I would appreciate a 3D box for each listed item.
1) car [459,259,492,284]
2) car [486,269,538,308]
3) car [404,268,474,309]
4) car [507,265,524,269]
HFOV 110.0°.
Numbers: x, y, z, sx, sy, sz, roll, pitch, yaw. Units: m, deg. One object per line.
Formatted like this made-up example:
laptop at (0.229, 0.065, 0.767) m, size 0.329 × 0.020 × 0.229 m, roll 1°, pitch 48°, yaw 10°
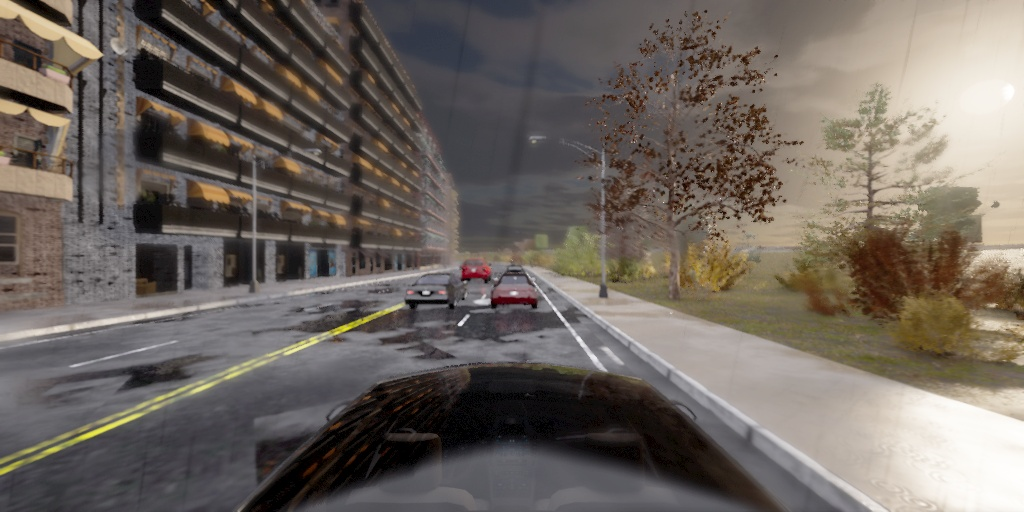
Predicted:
car at (-2.991, 1.244, 30.797) m, size 2.150 × 2.045 × 5.566 m, roll 0°, pitch 0°, yaw 1°
car at (0.108, 1.450, 16.018) m, size 1.994 × 1.385 × 4.181 m, roll 0°, pitch -1°, yaw 1°
car at (-3.147, 1.430, 15.751) m, size 2.033 × 1.411 × 5.357 m, roll 0°, pitch -1°, yaw 1°
car at (0.264, 1.539, 31.026) m, size 1.837 × 1.490 × 4.892 m, roll 0°, pitch 0°, yaw 1°
